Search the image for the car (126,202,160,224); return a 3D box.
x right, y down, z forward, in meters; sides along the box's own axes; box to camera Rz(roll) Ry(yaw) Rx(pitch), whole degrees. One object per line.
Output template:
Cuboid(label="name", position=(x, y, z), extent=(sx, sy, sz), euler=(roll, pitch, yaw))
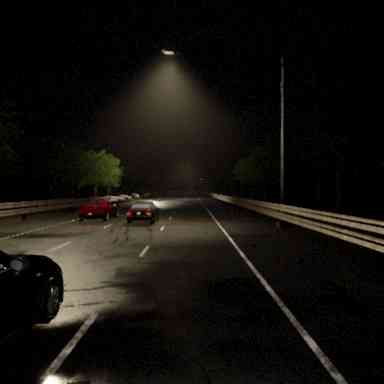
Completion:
Cuboid(label="car", position=(-3.393, 1.408, 23.687), extent=(2.033, 1.411, 5.357), euler=(0, 0, 0))

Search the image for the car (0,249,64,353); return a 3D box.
Cuboid(label="car", position=(-3.399, 1.326, 4.259), extent=(2.097, 1.767, 4.553), euler=(0, 0, 0))

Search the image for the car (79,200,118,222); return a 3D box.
Cuboid(label="car", position=(-6.897, 1.331, 24.960), extent=(1.882, 1.535, 5.008), euler=(0, 0, 0))
